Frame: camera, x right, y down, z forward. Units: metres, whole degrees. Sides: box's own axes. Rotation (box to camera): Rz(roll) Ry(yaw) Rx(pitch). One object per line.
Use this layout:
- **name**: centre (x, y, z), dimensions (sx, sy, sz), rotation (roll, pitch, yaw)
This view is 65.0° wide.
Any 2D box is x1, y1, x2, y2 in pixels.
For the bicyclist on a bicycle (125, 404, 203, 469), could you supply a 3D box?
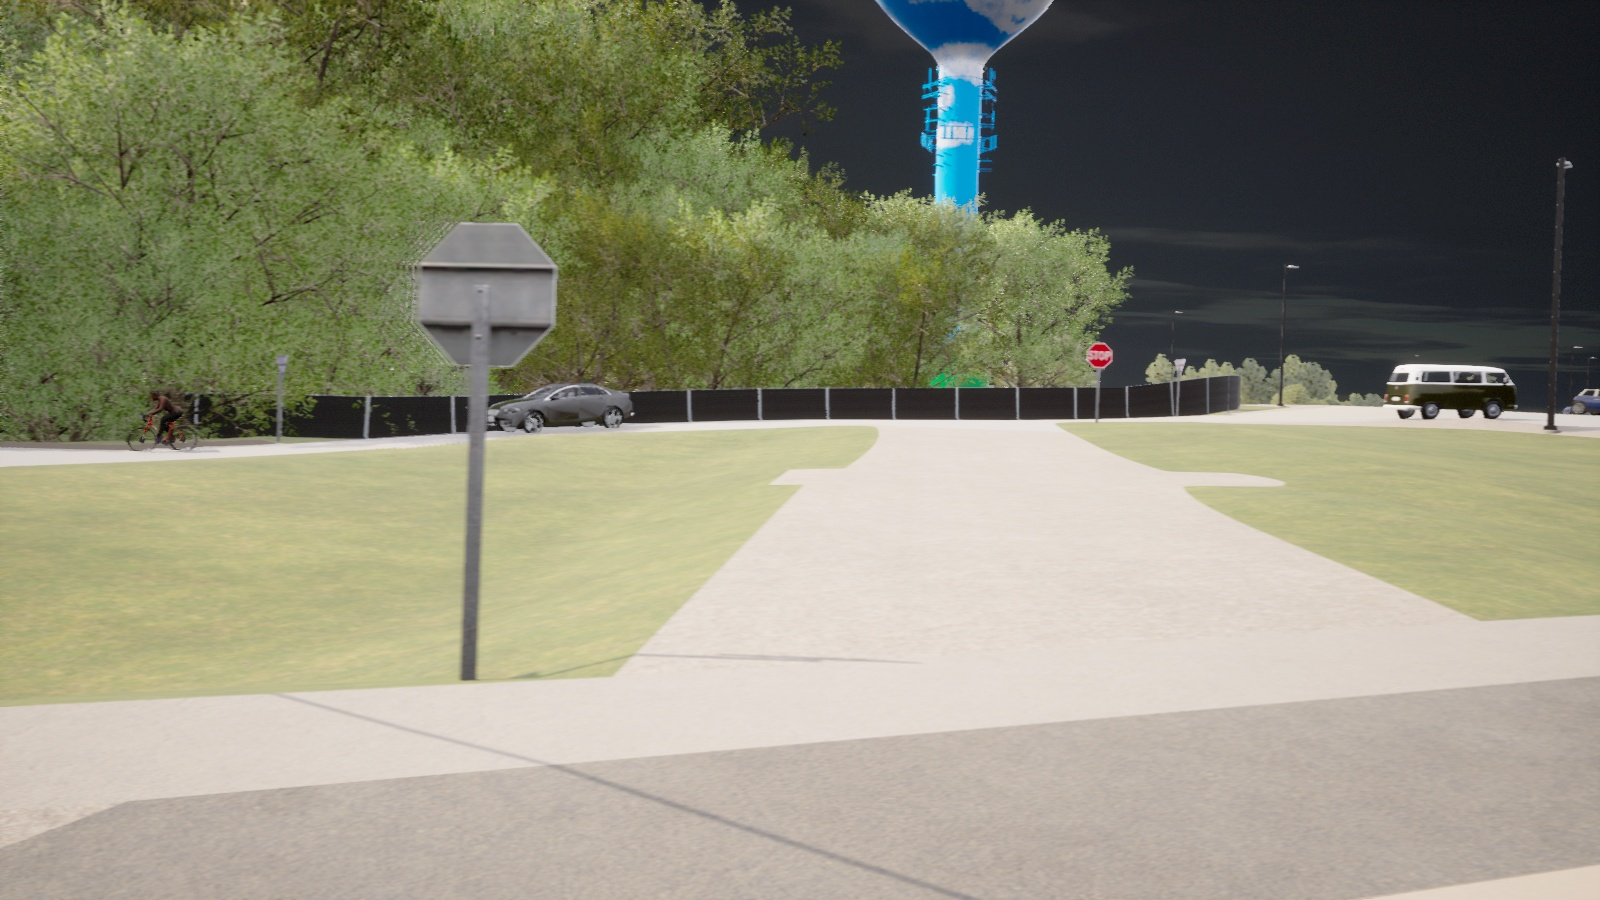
- **bicyclist on a bicycle**: centre (-16.509, -0.372, 32.610), dimensions (1.656, 1.620, 0.582), rotation (-3, 3, -37)

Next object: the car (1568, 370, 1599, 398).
- **car**: centre (43.211, -3.472, 66.536), dimensions (1.970, 1.475, 3.806), rotation (0, 3, -26)

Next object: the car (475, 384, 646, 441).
- **car**: centre (-7.652, -1.241, 40.392), dimensions (4.902, 1.511, 2.128), rotation (-6, 5, -41)

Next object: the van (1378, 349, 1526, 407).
- **van**: centre (24.342, -2.687, 46.964), dimensions (4.480, 2.038, 2.069), rotation (-1, 3, -6)
